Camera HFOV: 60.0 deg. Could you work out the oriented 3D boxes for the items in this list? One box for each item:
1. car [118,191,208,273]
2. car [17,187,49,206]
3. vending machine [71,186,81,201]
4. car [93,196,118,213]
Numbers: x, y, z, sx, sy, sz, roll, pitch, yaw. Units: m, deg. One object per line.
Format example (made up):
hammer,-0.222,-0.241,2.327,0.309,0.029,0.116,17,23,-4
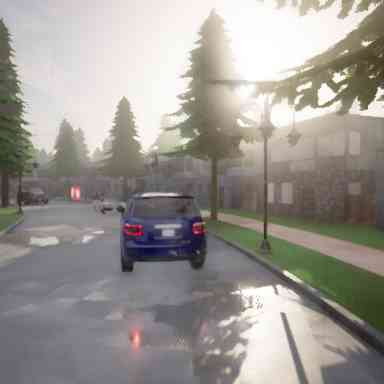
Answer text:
car,-1.097,0.994,10.264,2.150,2.045,5.566,0,1,-12
car,-18.213,0.441,37.963,2.150,2.045,5.566,-1,1,-41
vending machine,-16.558,0.201,47.422,0.880,2.100,1.100,1,2,44
car,-6.909,1.014,27.543,1.895,1.301,4.718,-1,1,-26
